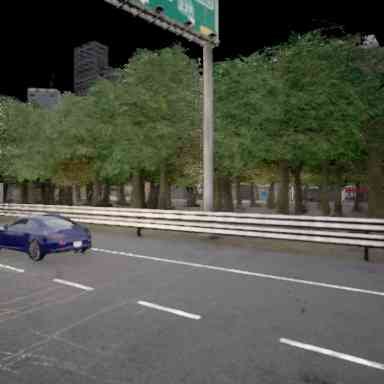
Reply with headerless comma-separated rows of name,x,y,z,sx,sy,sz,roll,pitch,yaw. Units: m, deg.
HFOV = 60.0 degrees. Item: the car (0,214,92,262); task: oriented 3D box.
car,-5.596,1.534,12.167,4.674,1.442,1.812,0,0,36
